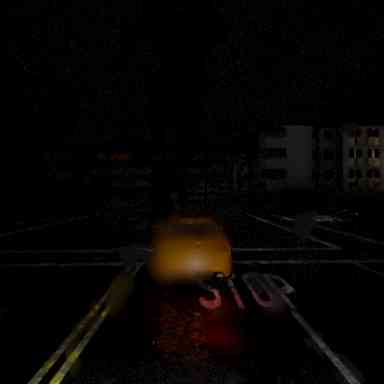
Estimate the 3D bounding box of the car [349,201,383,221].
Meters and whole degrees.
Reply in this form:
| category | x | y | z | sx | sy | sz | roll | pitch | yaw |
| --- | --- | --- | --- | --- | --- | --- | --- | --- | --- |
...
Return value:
| category | x | y | z | sx | sy | sz | roll | pitch | yaw |
| --- | --- | --- | --- | --- | --- | --- | --- | --- | --- |
| car | 16.663 | 1.637 | 28.623 | 4.902 | 1.511 | 2.128 | 0 | 0 | 1 |

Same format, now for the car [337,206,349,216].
| category | x | y | z | sx | sy | sz | roll | pitch | yaw |
| --- | --- | --- | --- | --- | --- | --- | --- | --- | --- |
| car | 16.652 | 1.668 | 32.121 | 4.892 | 1.490 | 1.837 | 0 | 0 | 1 |

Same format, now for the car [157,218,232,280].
| category | x | y | z | sx | sy | sz | roll | pitch | yaw |
| --- | --- | --- | --- | --- | --- | --- | --- | --- | --- |
| car | 0.009 | 1.532 | 10.163 | 1.882 | 1.535 | 5.008 | 0 | 0 | -2 |
